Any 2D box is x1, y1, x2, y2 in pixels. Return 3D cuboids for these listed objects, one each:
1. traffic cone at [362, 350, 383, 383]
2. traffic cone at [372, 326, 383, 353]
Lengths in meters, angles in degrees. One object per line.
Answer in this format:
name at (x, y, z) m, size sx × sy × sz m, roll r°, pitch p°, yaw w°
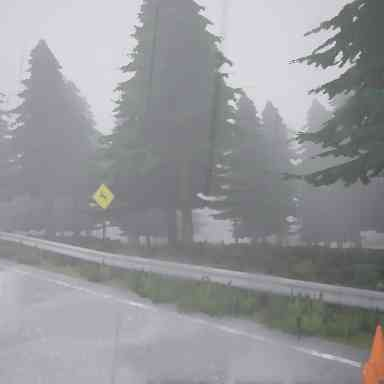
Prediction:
traffic cone at (1.778, 1.956, 3.286) m, size 0.340 × 0.580 × 0.340 m, roll 0°, pitch 0°, yaw 34°
traffic cone at (2.324, 1.956, 4.121) m, size 0.340 × 0.580 × 0.340 m, roll 0°, pitch 0°, yaw 34°
